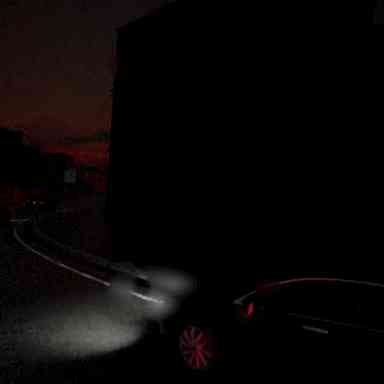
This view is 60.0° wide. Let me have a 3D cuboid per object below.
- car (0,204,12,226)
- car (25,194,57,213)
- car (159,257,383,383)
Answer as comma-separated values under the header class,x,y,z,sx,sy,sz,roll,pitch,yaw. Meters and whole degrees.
class,x,y,z,sx,sy,sz,roll,pitch,yaw
car,-13.636,1.491,22.841,2.033,1.411,5.357,3,-1,-22
car,-17.512,1.265,38.903,2.150,2.045,5.566,4,-1,-7
car,1.748,1.543,3.854,4.892,1.490,1.837,0,0,38
